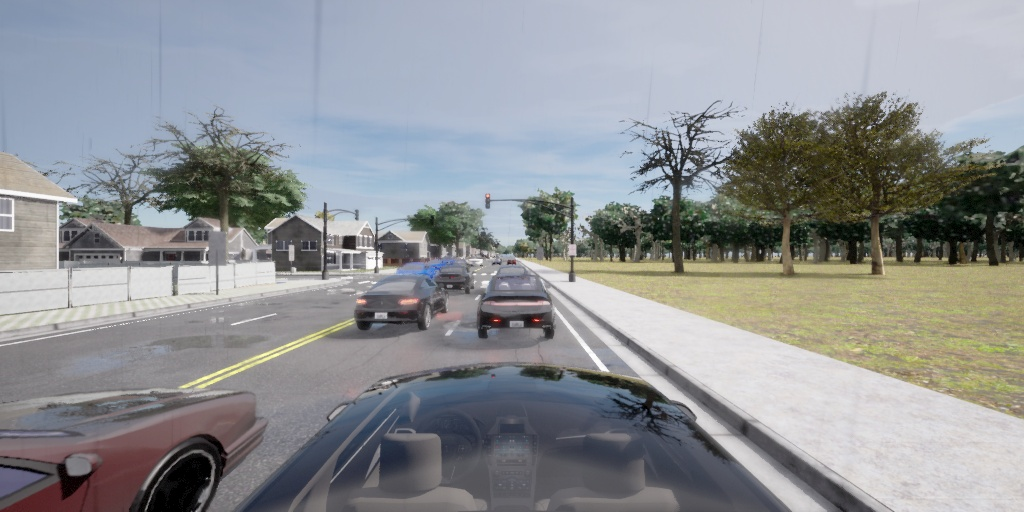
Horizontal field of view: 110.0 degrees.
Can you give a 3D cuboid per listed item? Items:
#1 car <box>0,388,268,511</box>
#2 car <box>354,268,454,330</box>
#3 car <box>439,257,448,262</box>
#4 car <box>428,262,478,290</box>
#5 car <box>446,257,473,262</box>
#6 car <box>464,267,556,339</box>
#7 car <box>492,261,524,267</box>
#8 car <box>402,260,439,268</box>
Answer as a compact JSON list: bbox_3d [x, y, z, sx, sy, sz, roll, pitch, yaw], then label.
[{"bbox_3d":[-3.149,1.297,0.830,2.033,1.411,5.357,0,0,-1],"label":"car"},{"bbox_3d":[-3.154,1.276,10.949,1.812,1.442,4.674,0,0,0],"label":"car"},{"bbox_3d":[-9.873,1.218,46.808,1.882,1.535,5.008,0,0,1],"label":"car"},{"bbox_3d":[-3.153,1.255,20.208,1.837,1.490,4.892,0,0,-1],"label":"car"},{"bbox_3d":[-6.637,1.232,46.149,2.128,1.511,4.902,0,0,0],"label":"car"},{"bbox_3d":[0.095,1.242,10.084,2.128,1.511,4.902,0,0,0],"label":"car"},{"bbox_3d":[0.030,1.228,19.540,1.882,1.535,5.008,0,0,0],"label":"car"},{"bbox_3d":[-6.619,1.227,24.534,1.882,1.535,5.008,0,0,0],"label":"car"}]
